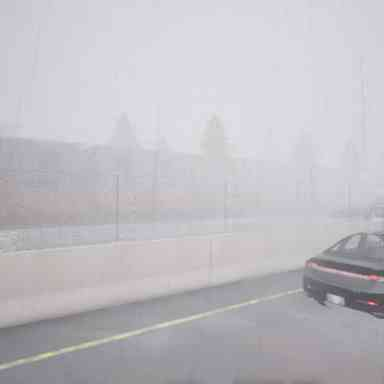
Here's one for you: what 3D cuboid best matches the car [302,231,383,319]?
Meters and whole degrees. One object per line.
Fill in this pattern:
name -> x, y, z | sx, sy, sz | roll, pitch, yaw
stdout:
car -> 4.315, 1.557, 6.824 | 4.902, 1.511, 2.128 | 1, 0, -35
